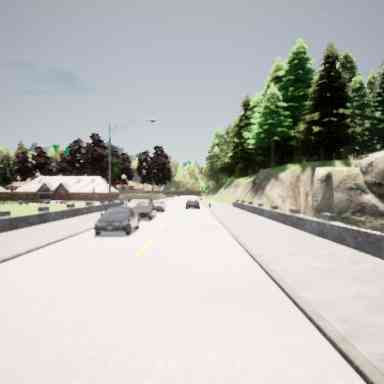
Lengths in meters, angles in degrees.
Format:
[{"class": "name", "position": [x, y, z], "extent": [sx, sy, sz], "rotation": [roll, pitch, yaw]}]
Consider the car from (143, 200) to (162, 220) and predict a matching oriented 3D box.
[{"class": "car", "position": [-4.093, 1.563, 28.561], "extent": [2.033, 1.411, 5.357], "rotation": [0, 0, 0]}]

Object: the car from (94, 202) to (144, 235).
[{"class": "car", "position": [-4.100, 1.536, 18.852], "extent": [1.812, 1.442, 4.674], "rotation": [0, 0, 0]}]

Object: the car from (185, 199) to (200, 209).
[{"class": "car", "position": [0.100, 1.589, 46.170], "extent": [1.994, 1.385, 4.181], "rotation": [0, 0, 0]}]

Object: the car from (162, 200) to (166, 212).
[{"class": "car", "position": [-4.059, 1.622, 38.373], "extent": [1.895, 1.301, 4.718], "rotation": [0, 0, 0]}]
